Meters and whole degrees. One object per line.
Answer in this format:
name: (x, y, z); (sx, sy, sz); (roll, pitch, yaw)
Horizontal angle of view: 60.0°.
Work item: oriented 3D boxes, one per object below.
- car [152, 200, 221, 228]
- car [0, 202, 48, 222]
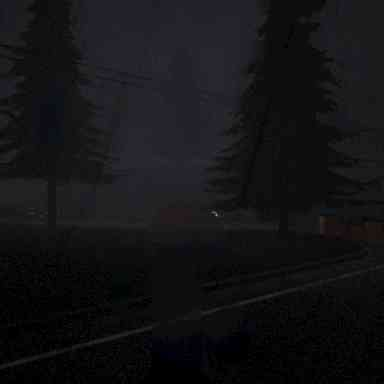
car: (-0.310, 1.375, 22.243); (4.553, 1.767, 2.097); (0, 0, 6)
car: (-13.386, 1.533, 26.058); (4.674, 1.442, 1.812); (0, 0, 27)
